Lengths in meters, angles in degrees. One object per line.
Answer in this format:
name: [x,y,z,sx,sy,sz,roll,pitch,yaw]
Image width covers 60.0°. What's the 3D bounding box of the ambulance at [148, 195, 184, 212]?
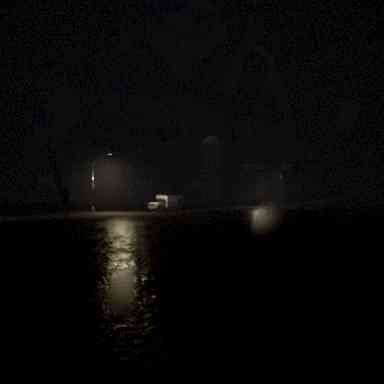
ambulance: [-4.019,1.715,51.057,2.351,2.431,6.366,1,-1,36]
